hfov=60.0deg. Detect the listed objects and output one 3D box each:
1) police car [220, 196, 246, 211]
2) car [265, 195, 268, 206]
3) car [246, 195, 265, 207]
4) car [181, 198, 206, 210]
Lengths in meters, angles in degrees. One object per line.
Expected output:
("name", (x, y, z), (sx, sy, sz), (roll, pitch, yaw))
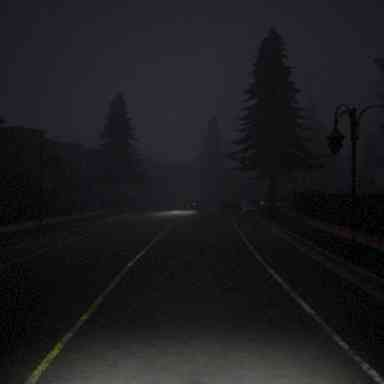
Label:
("police car", (4.532, 1.250, 37.969), (1.930, 1.638, 5.238), (0, 0, 17))
("car", (11.159, 1.274, 51.326), (1.837, 1.490, 4.892), (0, 0, 36))
("car", (8.149, 1.266, 46.540), (1.882, 1.535, 5.008), (0, 0, 29))
("car", (0.205, 1.416, 39.209), (1.895, 1.301, 4.718), (0, 0, 18))
